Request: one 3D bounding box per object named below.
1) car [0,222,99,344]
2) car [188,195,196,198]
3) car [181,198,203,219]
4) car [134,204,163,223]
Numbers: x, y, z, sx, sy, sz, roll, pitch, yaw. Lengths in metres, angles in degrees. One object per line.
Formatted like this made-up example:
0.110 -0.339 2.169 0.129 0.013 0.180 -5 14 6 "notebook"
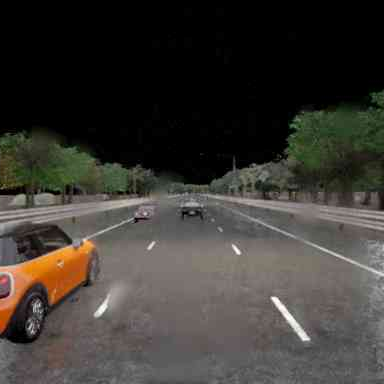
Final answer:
-3.395 1.377 6.632 2.097 1.767 4.553 0 0 0 "car"
0.122 1.701 52.676 1.837 1.490 4.892 0 0 0 "car"
0.014 1.591 30.659 1.882 1.535 5.008 0 0 0 "car"
-3.388 1.646 26.508 2.033 1.411 5.357 0 0 0 "car"
